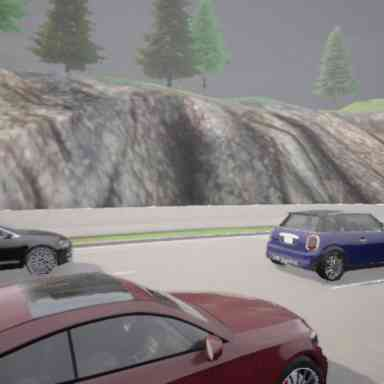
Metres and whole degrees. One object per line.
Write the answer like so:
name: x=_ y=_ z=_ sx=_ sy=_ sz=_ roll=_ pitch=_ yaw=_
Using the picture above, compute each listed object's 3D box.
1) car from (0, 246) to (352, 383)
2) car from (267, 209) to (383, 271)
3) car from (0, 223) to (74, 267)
car: x=-0.788 y=1.493 z=2.943 sx=4.674 sy=1.442 sz=1.812 roll=0 pitch=0 yaw=-34
car: x=4.469 y=1.293 z=9.652 sx=4.553 sy=1.767 sz=2.097 roll=0 pitch=1 yaw=-25
car: x=-5.571 y=1.385 z=8.371 sx=4.902 sy=1.511 sz=2.128 roll=0 pitch=1 yaw=-35
